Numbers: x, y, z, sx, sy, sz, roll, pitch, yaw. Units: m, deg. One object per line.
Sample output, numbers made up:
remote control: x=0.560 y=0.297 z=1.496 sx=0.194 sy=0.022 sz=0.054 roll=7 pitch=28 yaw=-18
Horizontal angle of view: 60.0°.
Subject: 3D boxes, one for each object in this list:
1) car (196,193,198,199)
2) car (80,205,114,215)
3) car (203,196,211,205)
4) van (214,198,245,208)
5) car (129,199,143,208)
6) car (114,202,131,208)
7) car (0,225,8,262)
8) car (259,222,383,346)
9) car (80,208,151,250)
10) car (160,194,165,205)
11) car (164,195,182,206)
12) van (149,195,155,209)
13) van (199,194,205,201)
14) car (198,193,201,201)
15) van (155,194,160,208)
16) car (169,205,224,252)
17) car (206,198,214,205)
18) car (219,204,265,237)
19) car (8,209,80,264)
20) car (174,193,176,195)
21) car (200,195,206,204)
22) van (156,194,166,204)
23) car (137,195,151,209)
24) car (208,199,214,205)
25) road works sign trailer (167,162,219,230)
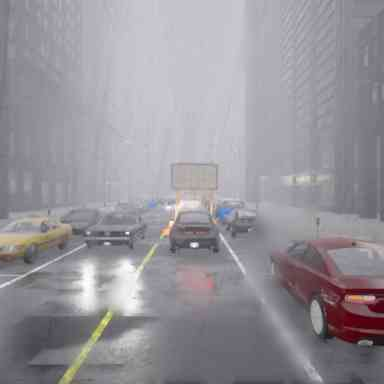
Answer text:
car: x=2.684 y=1.587 z=85.489 sx=1.752 sy=1.417 sz=4.829 roll=0 pitch=0 yaw=0
car: x=-5.780 y=1.565 z=17.659 sx=1.947 sy=1.339 sz=4.313 roll=0 pitch=0 yaw=0
car: x=2.725 y=1.560 z=40.229 sx=2.008 sy=1.369 sz=4.403 roll=0 pitch=0 yaw=0
van: x=2.739 y=1.341 z=23.320 sx=1.690 sy=1.788 sz=3.998 roll=0 pitch=0 yaw=0
car: x=-5.790 y=1.568 z=28.933 sx=1.947 sy=1.339 sz=4.313 roll=0 pitch=0 yaw=0
car: x=-5.785 y=1.582 z=23.296 sx=1.802 sy=1.307 sz=4.206 roll=0 pitch=0 yaw=0
car: x=-5.770 y=1.564 z=6.386 sx=1.947 sy=1.339 sz=4.313 roll=0 pitch=0 yaw=0
car: x=2.755 y=1.543 z=6.412 sx=1.887 sy=1.381 sz=4.507 roll=0 pitch=0 yaw=0
car: x=-3.114 y=1.599 z=14.448 sx=1.895 sy=1.301 sz=4.718 roll=0 pitch=0 yaw=0
car: x=-5.816 y=1.339 z=57.115 sx=2.192 sy=1.841 sz=5.009 roll=0 pitch=0 yaw=0
car: x=-3.136 y=1.623 z=55.564 sx=1.895 sy=1.301 sz=4.718 roll=0 pitch=0 yaw=0
van: x=-5.801 y=1.350 z=40.206 sx=1.690 sy=1.788 sz=3.998 roll=0 pitch=0 yaw=0
van: x=2.679 y=1.412 z=90.955 sx=1.690 sy=1.788 sz=3.998 roll=0 pitch=0 yaw=0
car: x=2.704 y=1.345 z=62.774 sx=2.192 sy=1.841 sz=5.009 roll=0 pitch=0 yaw=0
van: x=-5.806 y=1.355 z=45.843 sx=1.690 sy=1.788 sz=3.998 roll=0 pitch=0 yaw=0
car: x=0.099 y=1.526 z=13.781 sx=1.837 sy=1.490 sz=4.892 roll=0 pitch=1 yaw=0
car: x=2.730 y=1.587 z=34.593 sx=1.802 sy=1.307 sz=4.206 roll=0 pitch=0 yaw=0
car: x=2.745 y=1.549 z=17.684 sx=2.008 sy=1.369 sz=4.403 roll=0 pitch=0 yaw=0
car: x=-5.775 y=1.524 z=11.853 sx=1.752 sy=1.417 sz=4.829 roll=0 pitch=0 yaw=0
car: x=-5.845 y=1.636 z=90.935 sx=1.947 sy=1.339 sz=4.313 roll=0 pitch=0 yaw=0
car: x=2.715 y=1.563 z=51.501 sx=1.887 sy=1.381 sz=4.507 roll=0 pitch=0 yaw=0
van: x=-5.821 y=1.371 z=62.751 sx=1.690 sy=1.788 sz=3.998 roll=0 pitch=0 yaw=0
car: x=-5.796 y=1.445 z=34.570 sx=1.967 sy=1.590 sz=4.097 roll=0 pitch=0 yaw=0
car: x=2.734 y=1.553 z=28.957 sx=2.008 sy=1.369 sz=4.403 roll=0 pitch=0 yaw=0
road works sign trailer: x=0.145 y=0.225 z=17.406 sx=2.380 sy=3.560 sz=2.880 roll=1 pitch=9 yaw=5
